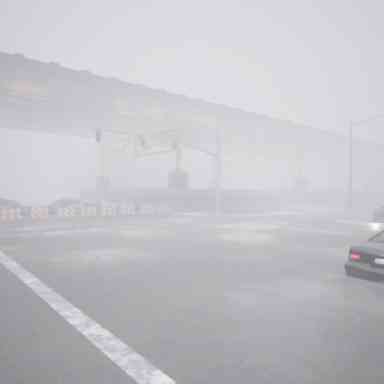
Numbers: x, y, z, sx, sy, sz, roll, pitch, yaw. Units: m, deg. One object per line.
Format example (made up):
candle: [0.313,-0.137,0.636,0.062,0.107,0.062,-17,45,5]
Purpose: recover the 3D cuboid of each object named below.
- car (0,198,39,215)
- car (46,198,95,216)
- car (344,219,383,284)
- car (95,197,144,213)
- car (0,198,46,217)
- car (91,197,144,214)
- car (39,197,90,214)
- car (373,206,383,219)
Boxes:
car: [-14.699,1.113,26.194,4.536,1.218,1.853,0,0,6]
car: [-11.020,1.281,29.030,2.038,1.542,4.974,0,0,16]
car: [6.054,1.551,8.682,5.357,1.411,2.033,0,0,-38]
car: [-7.322,1.130,32.942,4.536,1.218,1.853,0,0,-9]
car: [-14.648,1.271,26.189,4.974,1.542,2.038,0,0,6]
car: [-7.272,1.288,32.951,4.974,1.542,2.038,0,0,-9]
car: [-11.005,1.123,29.080,1.853,1.218,4.536,0,0,16]
car: [15.421,1.555,25.108,4.181,1.385,1.994,0,0,-38]
